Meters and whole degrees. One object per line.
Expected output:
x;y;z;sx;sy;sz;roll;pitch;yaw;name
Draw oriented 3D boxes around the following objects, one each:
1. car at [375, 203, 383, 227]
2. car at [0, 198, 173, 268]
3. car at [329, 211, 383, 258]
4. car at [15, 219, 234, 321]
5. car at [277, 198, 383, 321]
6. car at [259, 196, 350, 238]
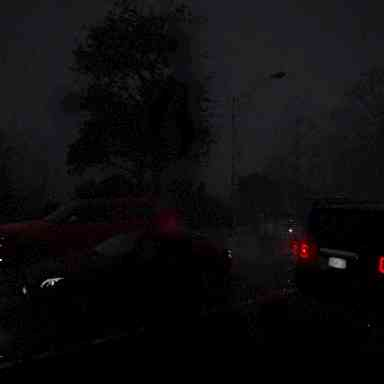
14.511;1.497;22.026;4.902;1.511;2.128;0;0;-33;car
-3.127;1.219;10.288;5.566;2.045;2.150;0;0;-35;car
7.669;1.566;13.377;4.181;1.385;1.994;0;0;-33;car
-1.134;1.523;7.403;4.674;1.442;1.812;0;0;-35;car
4.519;1.223;6.829;5.566;2.045;2.150;0;0;-35;car
5.831;1.222;16.352;5.566;2.045;2.150;0;0;-33;car
